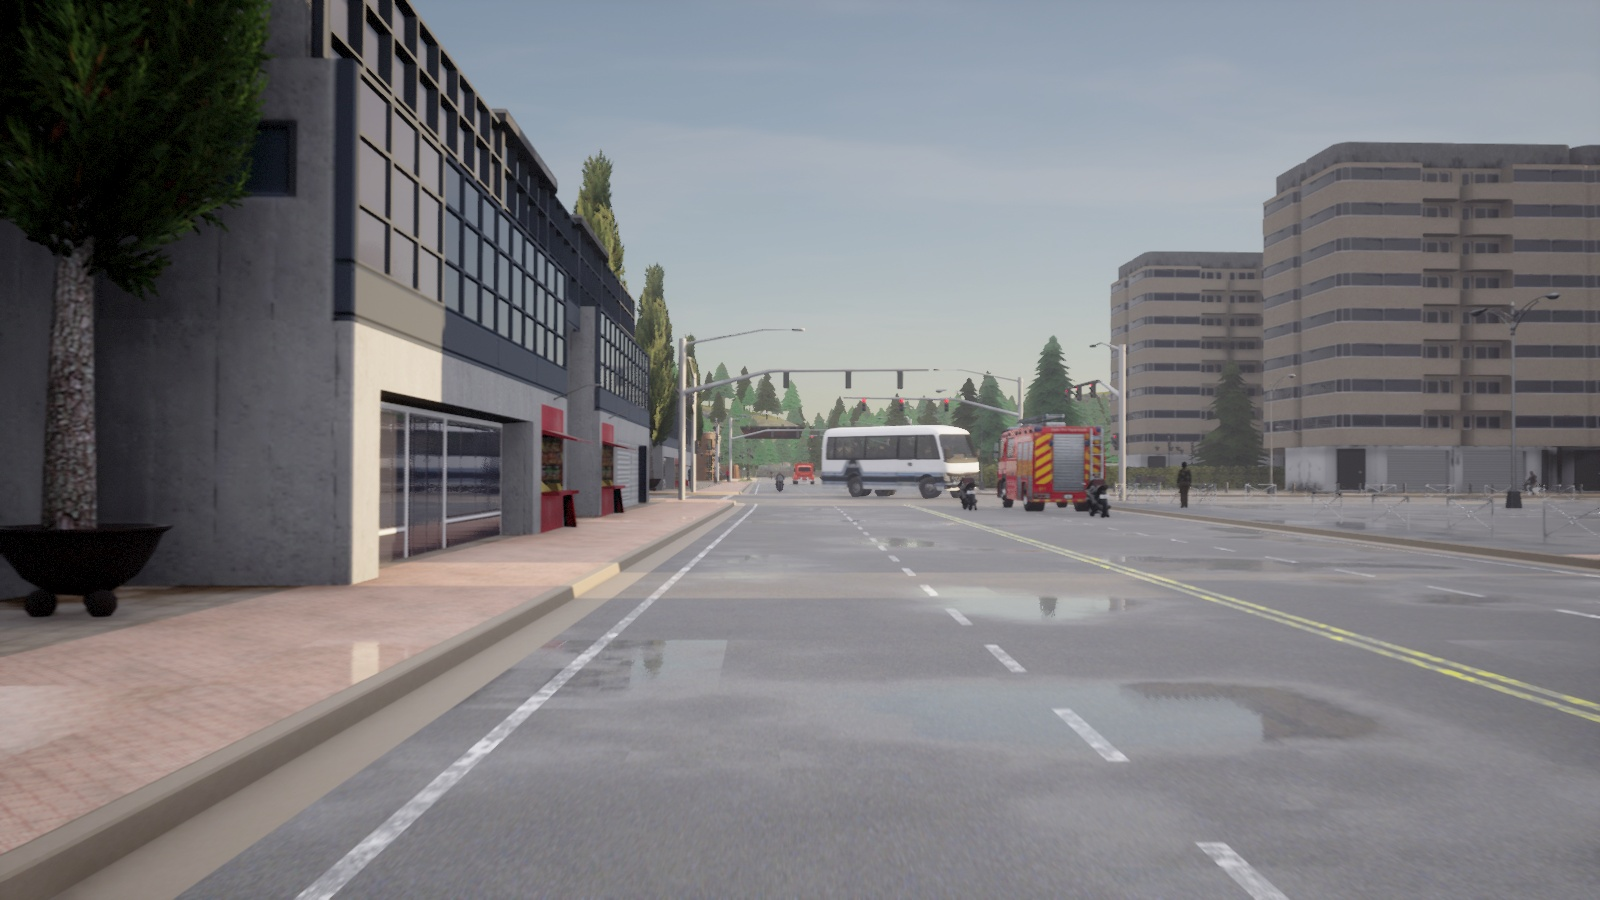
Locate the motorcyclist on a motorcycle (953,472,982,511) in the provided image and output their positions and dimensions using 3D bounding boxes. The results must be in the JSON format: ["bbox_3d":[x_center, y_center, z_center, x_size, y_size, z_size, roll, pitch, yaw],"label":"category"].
[{"bbox_3d":[6.855,1.682,51.385,0.866,1.530,2.191,0,-1,0],"label":"motorcyclist on a motorcycle"}]

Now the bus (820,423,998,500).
[{"bbox_3d":[6.301,0.654,74.122,3.944,4.253,10.273,-1,0,-45],"label":"bus"}]

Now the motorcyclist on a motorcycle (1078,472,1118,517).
[{"bbox_3d":[10.393,1.543,43.921,0.866,1.530,2.191,0,-1,0],"label":"motorcyclist on a motorcycle"}]

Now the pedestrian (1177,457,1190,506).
[{"bbox_3d":[15.231,1.247,49.850,0.395,1.930,0.692,0,-1,9],"label":"pedestrian"}]

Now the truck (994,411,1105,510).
[{"bbox_3d":[10.332,0.494,52.912,2.891,3.827,8.468,0,-1,-1],"label":"truck"}]
